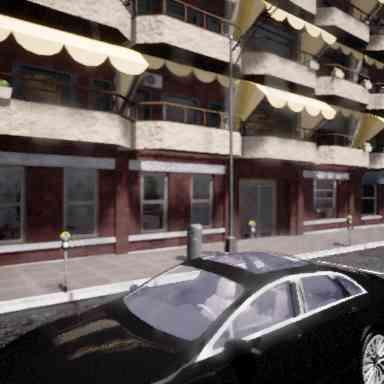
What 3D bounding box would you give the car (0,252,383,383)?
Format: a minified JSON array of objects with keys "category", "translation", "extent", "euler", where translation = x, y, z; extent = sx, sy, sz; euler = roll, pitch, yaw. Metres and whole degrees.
[{"category":"car","translation":[0.432,1.513,3.688],"extent":[4.902,1.511,2.128],"euler":[1,0,-35]}]
